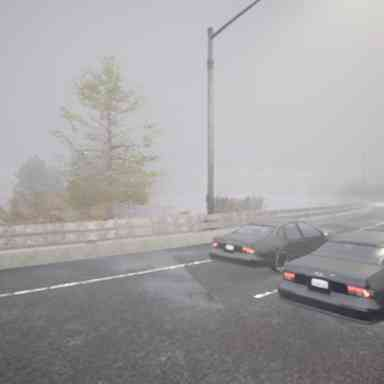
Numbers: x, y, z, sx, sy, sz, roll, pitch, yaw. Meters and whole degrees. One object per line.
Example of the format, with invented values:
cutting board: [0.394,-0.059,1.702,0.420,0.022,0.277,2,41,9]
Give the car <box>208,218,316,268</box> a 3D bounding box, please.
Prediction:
car: [2.951,1.573,10.795,5.357,1.411,2.033,0,0,-40]

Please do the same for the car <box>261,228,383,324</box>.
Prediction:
car: [4.036,1.560,7.132,5.357,1.411,2.033,0,0,-40]
